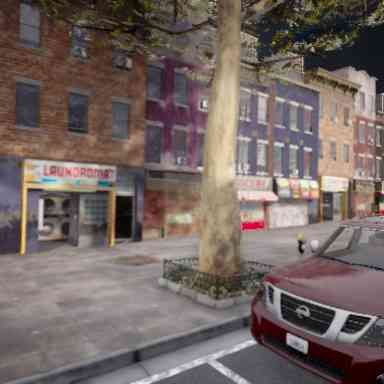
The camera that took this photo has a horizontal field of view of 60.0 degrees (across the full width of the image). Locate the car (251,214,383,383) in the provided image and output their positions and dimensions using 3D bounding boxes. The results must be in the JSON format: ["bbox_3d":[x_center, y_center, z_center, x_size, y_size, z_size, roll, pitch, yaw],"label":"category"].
[{"bbox_3d":[3.193,1.318,5.056,5.009,1.841,2.192,0,2,-35],"label":"car"}]
